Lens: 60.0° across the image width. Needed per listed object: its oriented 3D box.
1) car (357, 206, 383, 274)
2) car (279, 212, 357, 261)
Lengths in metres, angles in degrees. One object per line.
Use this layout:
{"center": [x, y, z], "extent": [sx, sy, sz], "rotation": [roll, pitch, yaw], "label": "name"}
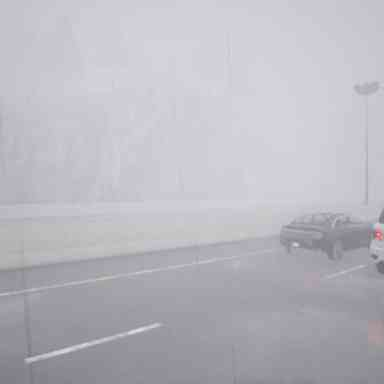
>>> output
{"center": [7.100, 1.231, 9.362], "extent": [5.566, 2.045, 2.150], "rotation": [0, 0, -39], "label": "car"}
{"center": [5.276, 1.508, 12.412], "extent": [4.902, 1.511, 2.128], "rotation": [0, 0, -39], "label": "car"}
